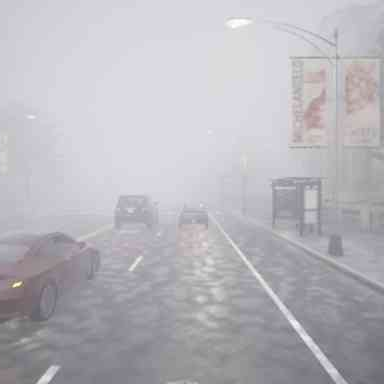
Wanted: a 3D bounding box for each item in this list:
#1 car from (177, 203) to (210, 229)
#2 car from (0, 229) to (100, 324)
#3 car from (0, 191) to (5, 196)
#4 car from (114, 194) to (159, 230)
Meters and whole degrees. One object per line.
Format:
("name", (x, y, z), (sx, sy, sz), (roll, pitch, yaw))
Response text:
("car", (0.102, 1.448, 21.391), (2.128, 1.511, 4.902), (0, 0, 0))
("car", (-3.380, 1.511, 7.039), (1.812, 1.442, 4.674), (0, 0, 0))
("car", (-49.529, 1.153, 81.630), (4.674, 1.452, 2.002), (0, 0, 0))
("car", (-3.406, 1.174, 21.075), (2.150, 2.045, 5.566), (0, 0, 0))
